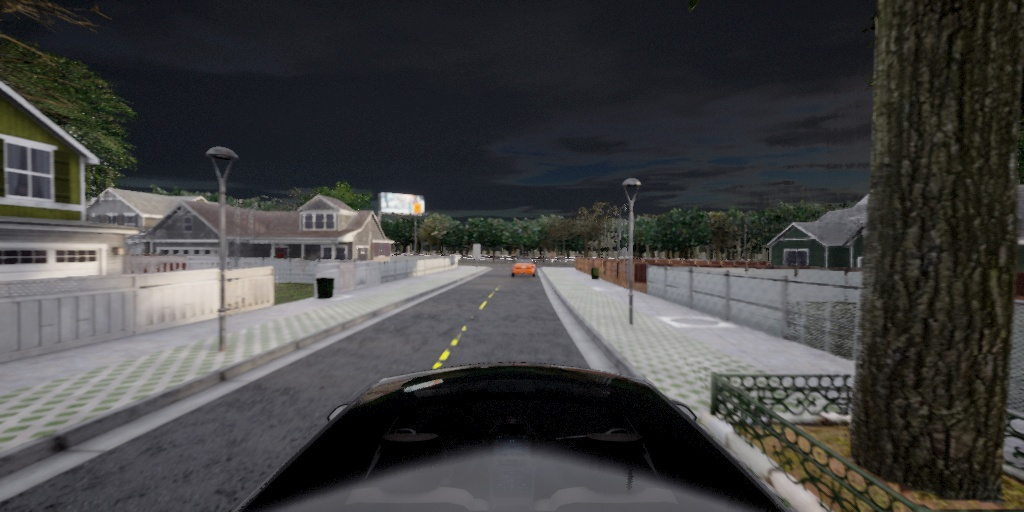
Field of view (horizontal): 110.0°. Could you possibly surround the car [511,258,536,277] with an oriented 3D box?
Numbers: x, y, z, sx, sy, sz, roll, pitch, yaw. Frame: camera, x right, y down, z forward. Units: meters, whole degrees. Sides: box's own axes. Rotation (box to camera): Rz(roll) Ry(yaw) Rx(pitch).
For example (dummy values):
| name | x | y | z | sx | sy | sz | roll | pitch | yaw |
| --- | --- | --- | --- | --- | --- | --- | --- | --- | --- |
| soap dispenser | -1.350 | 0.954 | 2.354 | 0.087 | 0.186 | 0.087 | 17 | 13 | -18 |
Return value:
| name | x | y | z | sx | sy | sz | roll | pitch | yaw |
| --- | --- | --- | --- | --- | --- | --- | --- | --- | --- |
| car | 1.096 | 0.929 | 32.880 | 2.097 | 1.767 | 4.553 | 0 | 1 | 3 |
